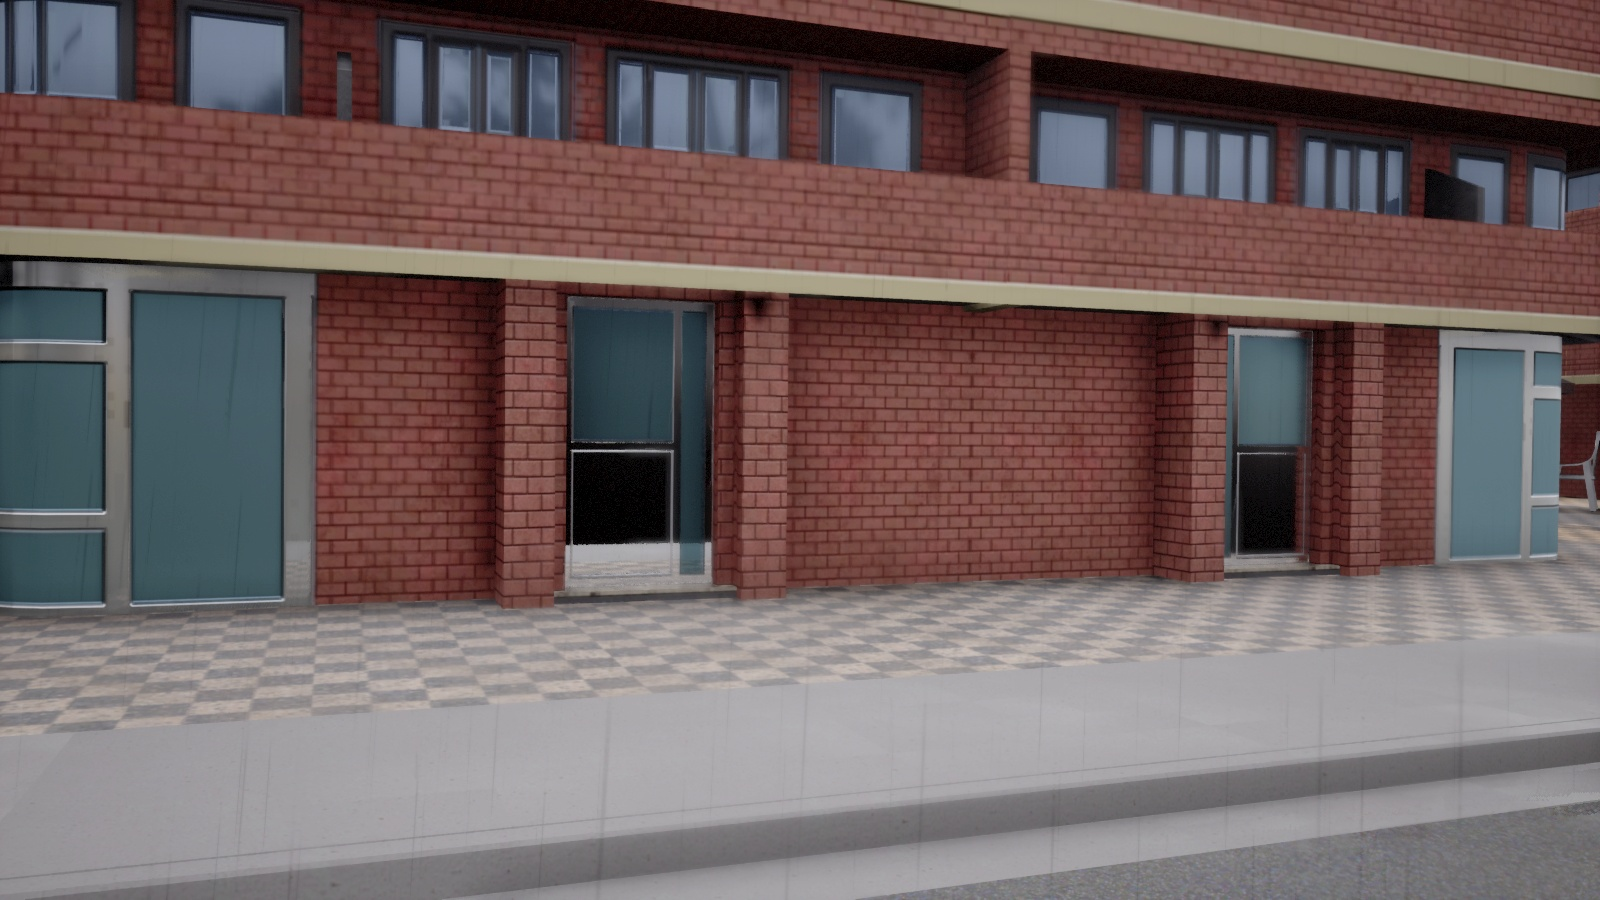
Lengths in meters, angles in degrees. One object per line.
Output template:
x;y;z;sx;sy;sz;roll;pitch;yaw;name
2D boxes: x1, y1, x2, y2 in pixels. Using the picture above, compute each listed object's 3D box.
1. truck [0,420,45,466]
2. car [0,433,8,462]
-44.295;-0.372;70.307;2.627;2.467;5.204;-1;0;-22;truck
-51.750;-0.142;79.606;1.905;1.878;3.866;-1;1;-21;car
